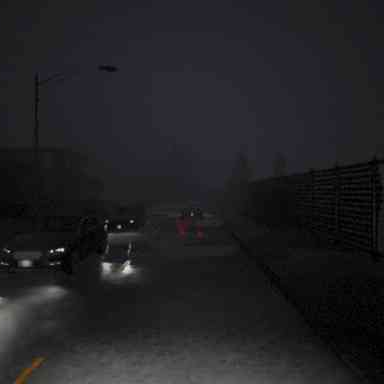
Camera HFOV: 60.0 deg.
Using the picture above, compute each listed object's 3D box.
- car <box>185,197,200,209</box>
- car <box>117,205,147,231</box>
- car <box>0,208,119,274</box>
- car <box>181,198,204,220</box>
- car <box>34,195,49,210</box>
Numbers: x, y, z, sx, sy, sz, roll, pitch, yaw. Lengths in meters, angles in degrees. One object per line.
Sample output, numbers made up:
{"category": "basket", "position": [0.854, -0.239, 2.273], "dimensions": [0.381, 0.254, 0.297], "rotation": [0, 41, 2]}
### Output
{"category": "car", "position": [0.084, 1.501, 44.863], "dimensions": [1.812, 1.442, 4.674], "rotation": [0, 0, 0]}
{"category": "car", "position": [-3.998, 1.536, 20.949], "dimensions": [2.033, 1.411, 5.357], "rotation": [0, 0, 0]}
{"category": "car", "position": [-4.065, 1.486, 10.610], "dimensions": [2.128, 1.511, 4.902], "rotation": [0, 0, 0]}
{"category": "car", "position": [0.034, 1.510, 28.165], "dimensions": [1.812, 1.442, 4.674], "rotation": [0, 0, 1]}
{"category": "car", "position": [-17.274, 1.114, 35.348], "dimensions": [3.633, 1.501, 1.845], "rotation": [0, 0, 0]}
